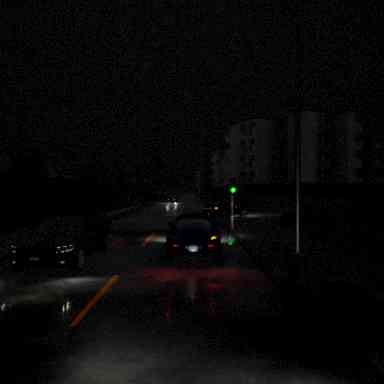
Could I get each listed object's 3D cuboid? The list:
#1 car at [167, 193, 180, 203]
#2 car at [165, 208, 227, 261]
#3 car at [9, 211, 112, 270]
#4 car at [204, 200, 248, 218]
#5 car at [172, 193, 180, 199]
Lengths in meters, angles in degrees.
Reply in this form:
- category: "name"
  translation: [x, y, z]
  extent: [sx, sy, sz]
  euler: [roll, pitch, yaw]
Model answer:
- category: "car"
  translation: [-4.015, 1.378, 67.738]
  extent: [1.837, 1.490, 4.892]
  euler: [0, 1, 0]
- category: "car"
  translation: [0.058, 1.504, 12.143]
  extent: [1.812, 1.442, 4.674]
  euler: [0, 0, 0]
- category: "car"
  translation: [-4.077, 1.457, 11.109]
  extent: [1.882, 1.535, 5.008]
  euler: [0, 0, 0]
- category: "car"
  translation: [2.893, 1.457, 28.185]
  extent: [1.837, 1.490, 4.892]
  euler: [-4, -2, 41]
- category: "car"
  translation: [-4.012, 0.989, 83.182]
  extent: [1.812, 1.442, 4.674]
  euler: [0, 0, 0]
